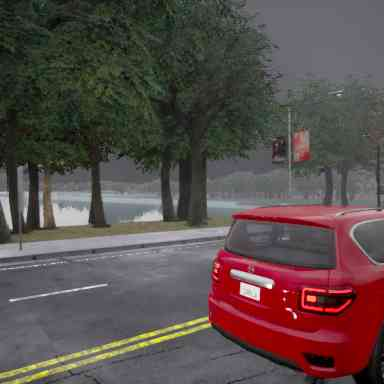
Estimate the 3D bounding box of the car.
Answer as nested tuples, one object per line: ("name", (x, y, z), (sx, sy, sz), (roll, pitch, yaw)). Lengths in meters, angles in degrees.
("car", (2.795, 1.222, 5.397), (5.566, 2.045, 2.150), (0, 0, -37))
